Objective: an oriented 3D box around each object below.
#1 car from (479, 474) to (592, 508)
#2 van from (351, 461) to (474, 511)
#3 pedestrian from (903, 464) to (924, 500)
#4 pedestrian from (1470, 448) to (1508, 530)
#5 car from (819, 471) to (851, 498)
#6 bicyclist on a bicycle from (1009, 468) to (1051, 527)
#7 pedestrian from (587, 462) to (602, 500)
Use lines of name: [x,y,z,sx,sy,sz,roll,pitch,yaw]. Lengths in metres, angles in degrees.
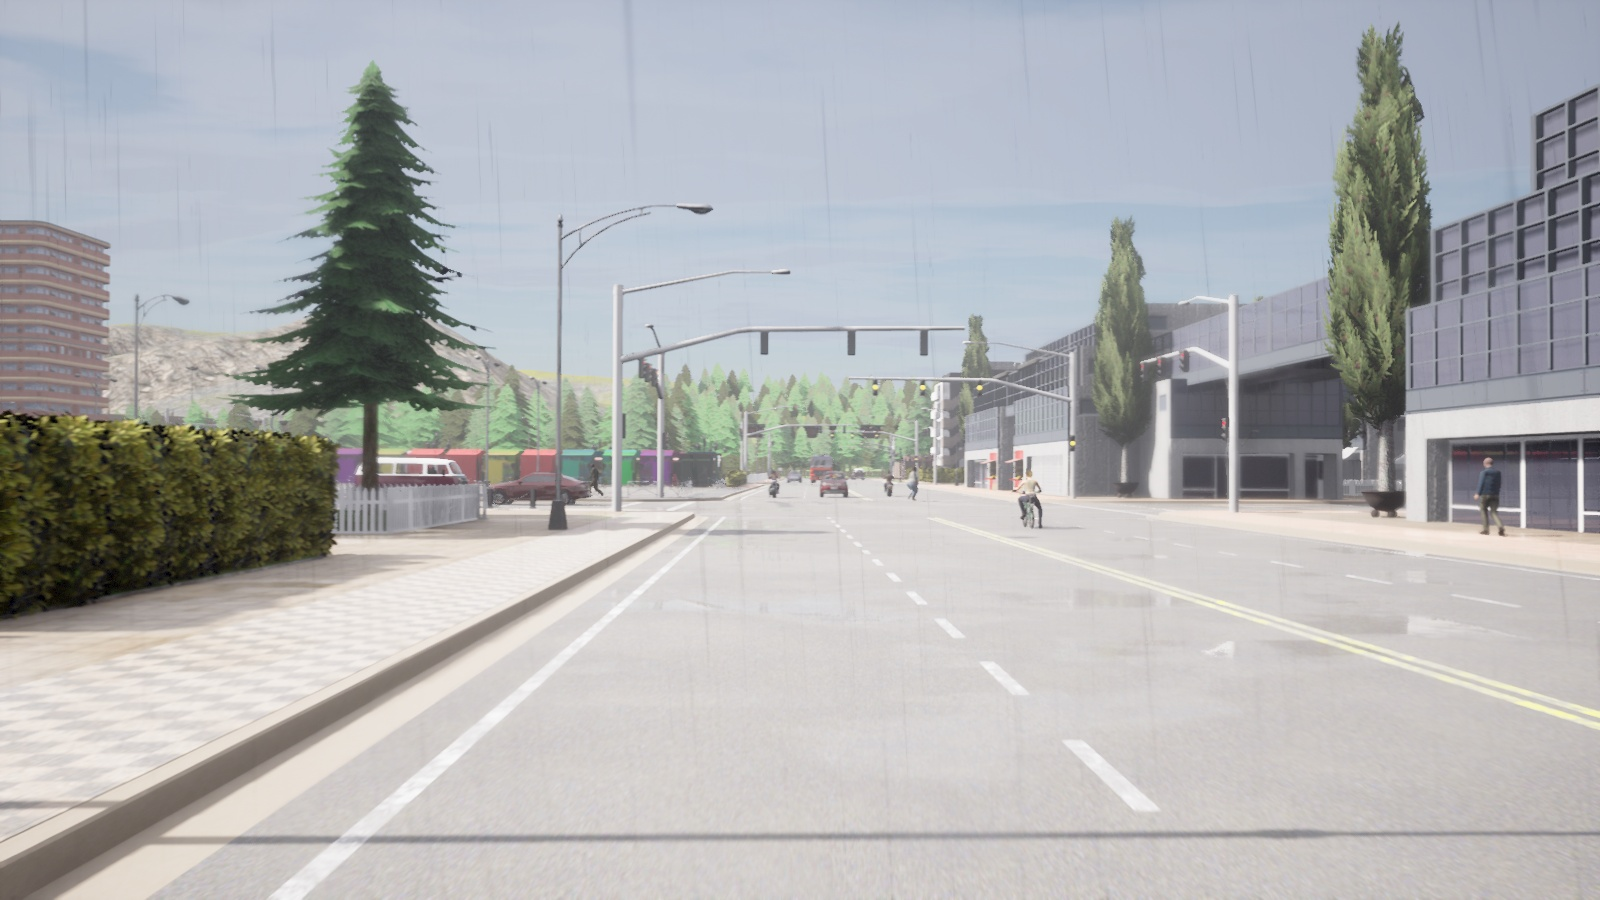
car: [-11.720,1.820,55.853,4.674,1.442,1.812,0,-1,0]
van: [-16.081,1.474,52.256,4.480,2.038,2.069,0,-1,-1]
pedestrian: [5.908,1.675,65.385,0.900,1.855,0.874,0,-1,-12]
pedestrian: [15.736,0.894,28.703,0.402,1.842,0.726,0,-1,-4]
car: [2.086,2.046,75.310,1.789,1.549,3.705,0,-1,0]
bicyclist on a bicycle: [6.379,1.312,34.940,0.866,1.612,1.509,0,-1,-1]
pedestrian: [-10.474,1.586,64.092,0.692,1.930,0.395,0,-1,4]
